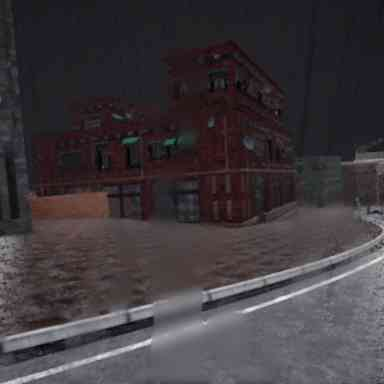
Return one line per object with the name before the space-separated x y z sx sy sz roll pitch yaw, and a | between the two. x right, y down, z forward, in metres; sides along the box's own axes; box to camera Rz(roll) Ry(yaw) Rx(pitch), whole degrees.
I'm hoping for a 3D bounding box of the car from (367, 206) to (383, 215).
car | 28.717 2.844 52.308 1.994 1.385 4.181 -3 -3 24
